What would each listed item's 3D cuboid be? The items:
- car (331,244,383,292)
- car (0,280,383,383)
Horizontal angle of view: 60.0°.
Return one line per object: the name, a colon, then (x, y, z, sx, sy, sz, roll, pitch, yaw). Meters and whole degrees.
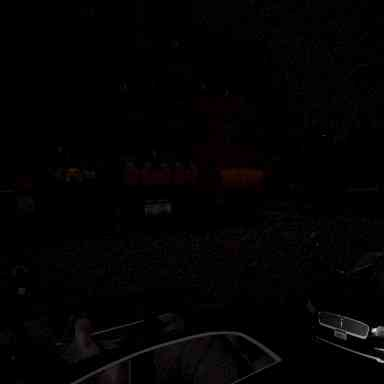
car: (3.628, 1.548, 5.430, 4.403, 1.369, 2.008, 0, -2, -36)
car: (-0.805, 1.550, 2.261, 4.403, 1.369, 2.008, 0, -2, -36)
